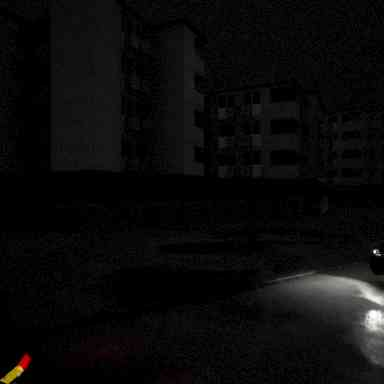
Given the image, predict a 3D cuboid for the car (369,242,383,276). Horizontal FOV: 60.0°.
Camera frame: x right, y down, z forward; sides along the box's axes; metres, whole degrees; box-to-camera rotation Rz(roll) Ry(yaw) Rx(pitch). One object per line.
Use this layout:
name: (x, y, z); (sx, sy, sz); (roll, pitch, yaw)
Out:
car: (6.831, 1.525, 9.167); (4.674, 1.442, 1.812); (0, 0, -34)

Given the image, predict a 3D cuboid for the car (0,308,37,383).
car: (-3.354, 1.564, 2.238); (4.181, 1.385, 1.994); (0, 0, -35)
